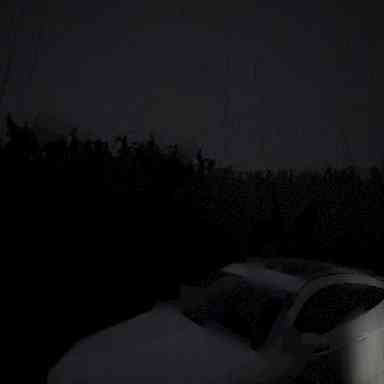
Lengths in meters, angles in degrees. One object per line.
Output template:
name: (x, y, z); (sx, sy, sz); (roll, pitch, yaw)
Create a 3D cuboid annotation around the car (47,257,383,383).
car: (0.882, 1.550, 3.704); (4.674, 1.442, 1.812); (1, 0, -36)
